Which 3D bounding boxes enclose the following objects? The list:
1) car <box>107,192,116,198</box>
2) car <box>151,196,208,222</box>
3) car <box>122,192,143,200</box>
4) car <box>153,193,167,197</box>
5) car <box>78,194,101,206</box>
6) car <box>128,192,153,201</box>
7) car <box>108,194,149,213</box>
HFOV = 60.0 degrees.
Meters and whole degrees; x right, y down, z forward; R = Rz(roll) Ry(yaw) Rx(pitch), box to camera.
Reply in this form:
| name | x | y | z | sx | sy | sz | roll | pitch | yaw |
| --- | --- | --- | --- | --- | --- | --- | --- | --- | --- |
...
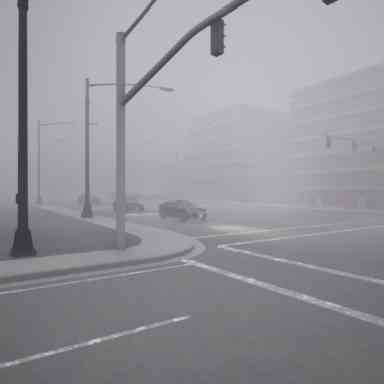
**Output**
| name | x | y | z | sx | sy | sz | roll | pitch | yaw |
| --- | --- | --- | --- | --- | --- | --- | --- | --- | --- |
| car | -14.795 | 0.700 | 64.371 | 1.837 | 1.490 | 4.892 | 0 | 1 | -34 |
| car | -0.765 | 1.354 | 25.017 | 2.128 | 1.511 | 4.902 | 0 | 1 | -34 |
| car | -11.905 | 0.741 | 66.344 | 2.033 | 1.411 | 5.357 | 0 | 1 | -34 |
| car | -6.026 | 0.849 | 57.734 | 2.128 | 1.511 | 4.902 | 0 | 1 | -34 |
| car | -13.510 | 0.969 | 43.717 | 1.882 | 1.535 | 5.008 | 0 | 1 | -34 |
| car | -8.917 | 0.836 | 55.760 | 1.882 | 1.535 | 5.008 | 0 | 1 | -34 |
| car | -6.487 | 1.237 | 33.404 | 1.812 | 1.442 | 4.674 | 0 | 1 | -34 |
